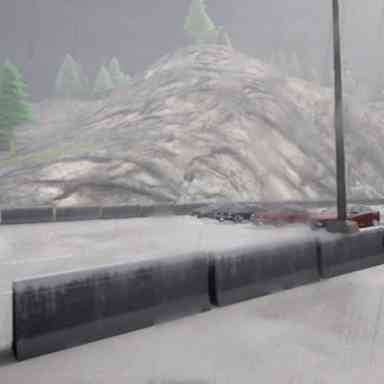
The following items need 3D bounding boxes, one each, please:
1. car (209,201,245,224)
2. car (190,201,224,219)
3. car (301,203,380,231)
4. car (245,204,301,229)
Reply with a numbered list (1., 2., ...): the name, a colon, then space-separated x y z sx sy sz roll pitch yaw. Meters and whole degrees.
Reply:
1. car: 3.845 1.526 23.920 4.718 1.301 1.895 0 0 -35
2. car: 2.466 1.468 27.233 5.357 1.411 2.033 0 0 -35
3. car: 8.651 1.399 18.747 5.008 1.535 1.882 0 0 -35
4. car: 5.890 1.526 21.079 4.718 1.301 1.895 0 0 -35
